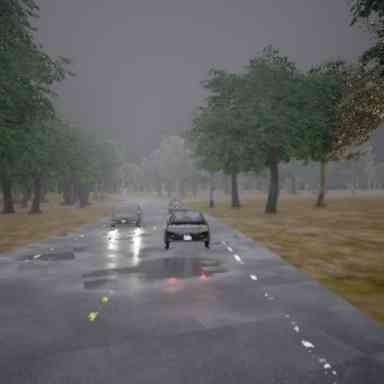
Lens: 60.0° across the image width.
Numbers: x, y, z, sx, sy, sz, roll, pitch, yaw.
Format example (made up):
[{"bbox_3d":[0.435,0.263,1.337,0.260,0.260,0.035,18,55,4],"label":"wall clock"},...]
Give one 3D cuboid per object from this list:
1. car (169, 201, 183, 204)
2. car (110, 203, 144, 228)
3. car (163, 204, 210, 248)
[{"bbox_3d":[-1.765,1.657,37.170,2.033,1.411,5.357,0,0,-6],"label":"car"},{"bbox_3d":[-4.343,1.557,22.758,1.837,1.490,4.892,0,0,-3],"label":"car"},{"bbox_3d":[-0.260,1.515,14.887,2.128,1.511,4.902,0,0,-2],"label":"car"}]
